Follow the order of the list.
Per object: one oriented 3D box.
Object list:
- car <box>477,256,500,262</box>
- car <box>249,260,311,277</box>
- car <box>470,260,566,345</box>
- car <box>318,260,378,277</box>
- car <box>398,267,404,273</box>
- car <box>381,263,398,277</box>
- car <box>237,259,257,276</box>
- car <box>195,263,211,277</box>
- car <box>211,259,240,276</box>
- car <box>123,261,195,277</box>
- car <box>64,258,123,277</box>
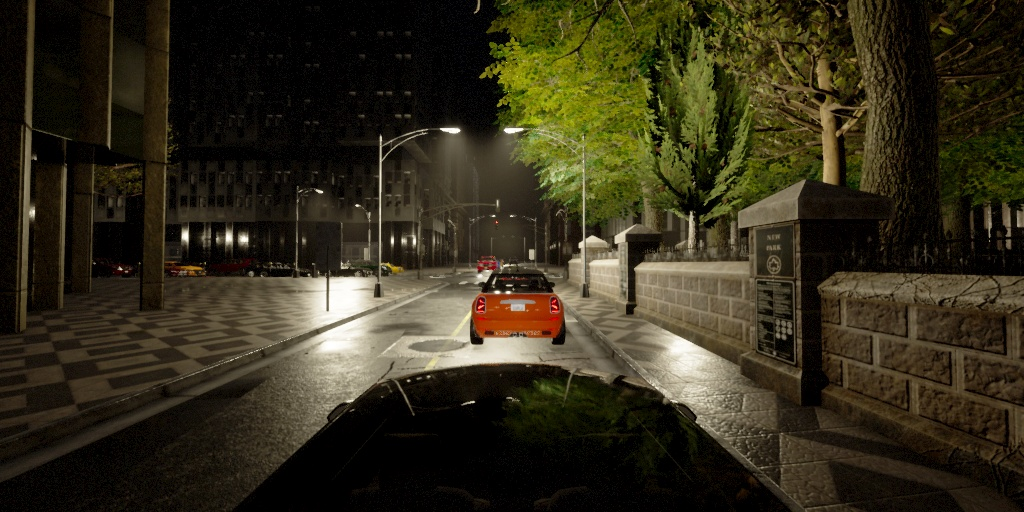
[{"bbox_3d":[-2.920,1.037,43.104,2.150,2.045,5.566,0,0,0],"label":"car"},{"bbox_3d":[-20.023,1.289,31.508,4.313,1.339,1.948,0,0,1],"label":"car"},{"bbox_3d":[0.128,1.107,9.678,2.097,1.767,4.553,0,0,0],"label":"car"},{"bbox_3d":[-14.510,1.267,31.453,4.403,1.370,2.007,0,0,1],"label":"car"},{"bbox_3d":[-14.605,1.426,39.978,4.829,1.417,1.751,0,0,1],"label":"car"},{"bbox_3d":[-13.742,1.125,34.126,4.553,1.767,2.097,0,-1,0],"label":"car"},{"bbox_3d":[-22.825,1.290,34.215,4.892,1.490,1.837,0,-1,1],"label":"car"},{"bbox_3d":[-32.329,1.276,34.317,5.008,1.535,1.882,0,-1,0],"label":"car"},{"bbox_3d":[-30.971,1.237,40.140,5.009,1.841,2.192,0,0,1],"label":"car"},{"bbox_3d":[-31.049,1.320,31.617,4.207,1.307,1.802,0,0,1],"label":"car"},{"bbox_3d":[-36.561,1.061,31.672,5.009,1.841,2.192,0,0,1],"label":"car"}]
